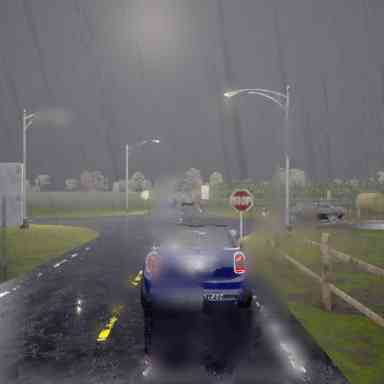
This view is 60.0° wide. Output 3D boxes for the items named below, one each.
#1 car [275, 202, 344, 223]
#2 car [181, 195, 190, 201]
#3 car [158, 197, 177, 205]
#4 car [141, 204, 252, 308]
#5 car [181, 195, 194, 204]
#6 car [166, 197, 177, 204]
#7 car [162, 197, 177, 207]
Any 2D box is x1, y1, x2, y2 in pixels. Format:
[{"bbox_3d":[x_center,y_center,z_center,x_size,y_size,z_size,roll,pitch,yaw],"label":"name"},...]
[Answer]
[{"bbox_3d":[8.637,1.486,24.571,4.902,1.511,2.128,0,0,-2],"label":"car"},{"bbox_3d":[-1.603,1.454,82.375,2.128,1.511,4.902,0,0,-2],"label":"car"},{"bbox_3d":[-3.280,1.457,42.540,1.882,1.535,5.008,0,0,-1],"label":"car"},{"bbox_3d":[0.074,1.351,8.090,2.097,1.767,4.553,0,0,0],"label":"car"},{"bbox_3d":[-0.638,1.529,55.370,1.994,1.385,4.181,0,0,-1],"label":"car"},{"bbox_3d":[-3.743,1.559,62.608,1.895,1.301,4.718,0,0,-1],"label":"car"},{"bbox_3d":[-3.500,1.517,52.498,2.033,1.411,5.357,0,0,-1],"label":"car"}]
